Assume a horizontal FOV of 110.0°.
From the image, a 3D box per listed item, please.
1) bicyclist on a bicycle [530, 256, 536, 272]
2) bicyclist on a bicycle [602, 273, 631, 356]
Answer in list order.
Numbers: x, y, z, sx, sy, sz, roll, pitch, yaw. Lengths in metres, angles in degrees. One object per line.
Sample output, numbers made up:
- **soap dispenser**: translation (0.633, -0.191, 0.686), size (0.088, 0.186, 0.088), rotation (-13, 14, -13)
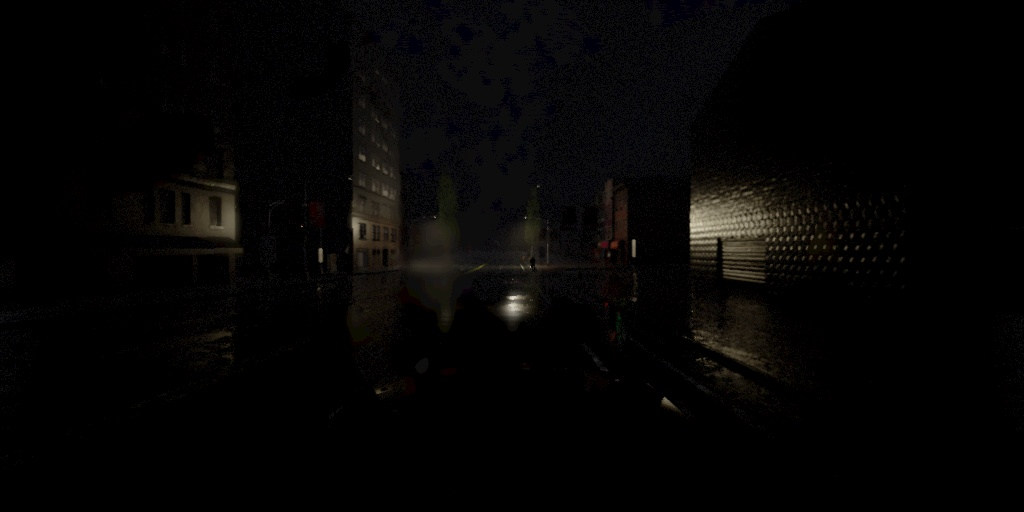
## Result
- **bicyclist on a bicycle**: translation (2.188, 0.875, 37.764), size (0.659, 1.776, 1.843), rotation (-1, 1, 0)
- **bicyclist on a bicycle**: translation (2.236, 1.202, 7.712), size (0.582, 1.620, 1.656), rotation (0, 0, 0)
